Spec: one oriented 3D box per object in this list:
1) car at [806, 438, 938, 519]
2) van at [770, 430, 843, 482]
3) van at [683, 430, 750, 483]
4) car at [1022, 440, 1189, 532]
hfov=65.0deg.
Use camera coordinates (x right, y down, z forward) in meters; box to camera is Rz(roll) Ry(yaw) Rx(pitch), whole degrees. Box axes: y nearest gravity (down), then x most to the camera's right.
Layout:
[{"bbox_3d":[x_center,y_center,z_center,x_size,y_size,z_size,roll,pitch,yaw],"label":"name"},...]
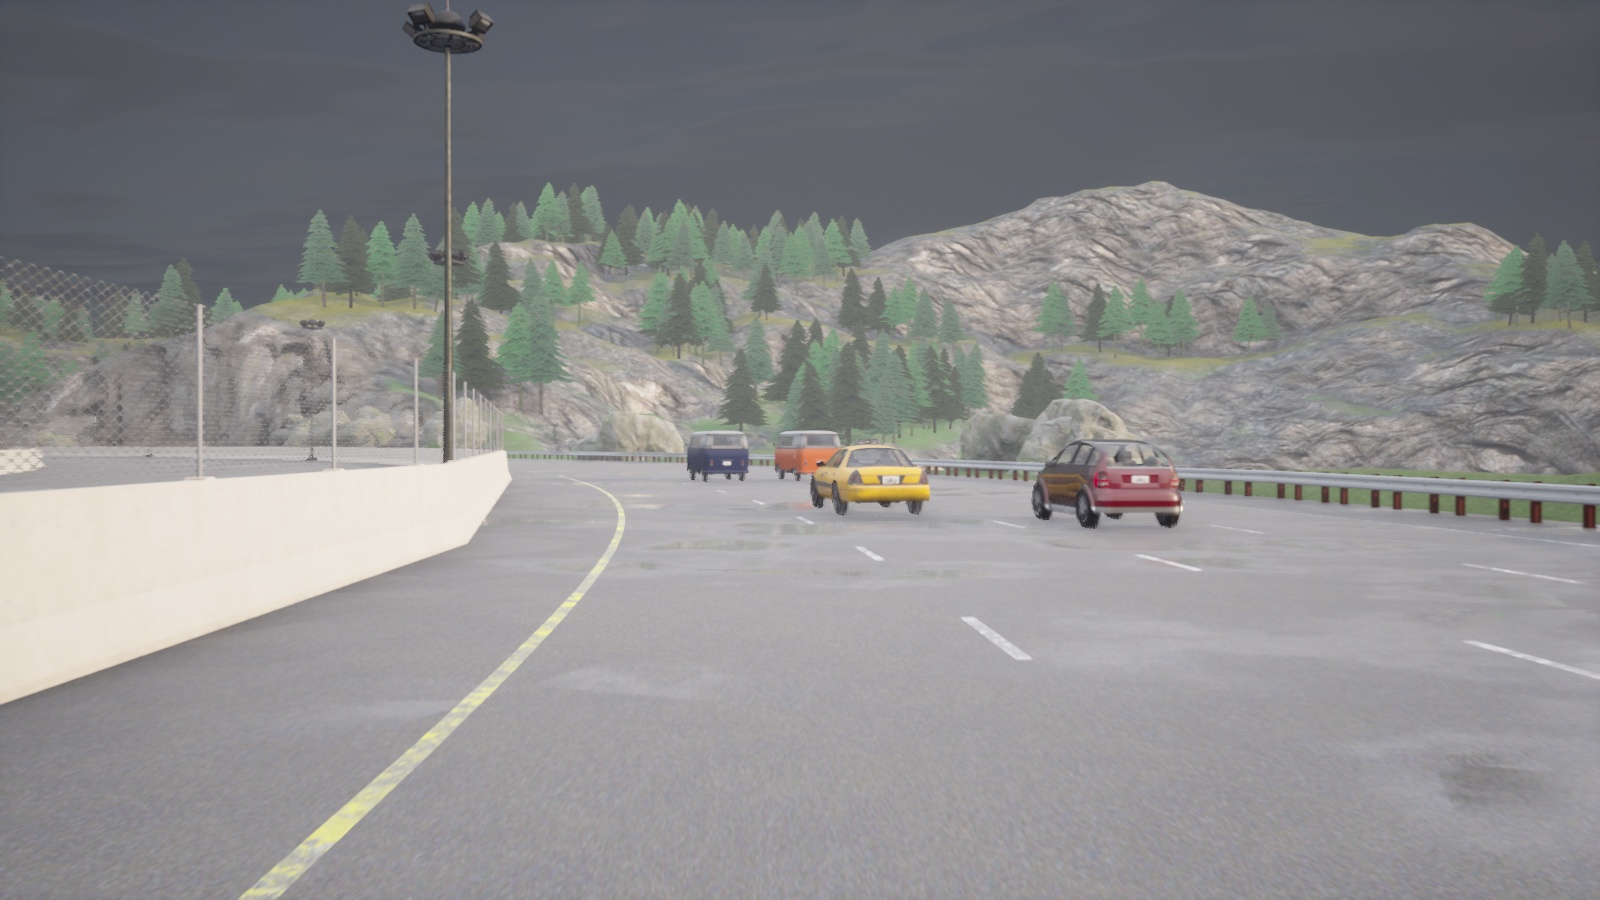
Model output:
[{"bbox_3d":[1.424,0.532,27.247,1.801,1.575,5.366,0,0,-9],"label":"car"},{"bbox_3d":[0.211,0.219,49.817,1.775,1.987,4.442,0,0,-15],"label":"van"},{"bbox_3d":[-3.340,0.218,49.531,1.775,1.987,4.442,0,0,-15],"label":"van"},{"bbox_3d":[5.519,0.597,23.177,1.789,1.549,3.705,0,0,-7],"label":"car"}]
